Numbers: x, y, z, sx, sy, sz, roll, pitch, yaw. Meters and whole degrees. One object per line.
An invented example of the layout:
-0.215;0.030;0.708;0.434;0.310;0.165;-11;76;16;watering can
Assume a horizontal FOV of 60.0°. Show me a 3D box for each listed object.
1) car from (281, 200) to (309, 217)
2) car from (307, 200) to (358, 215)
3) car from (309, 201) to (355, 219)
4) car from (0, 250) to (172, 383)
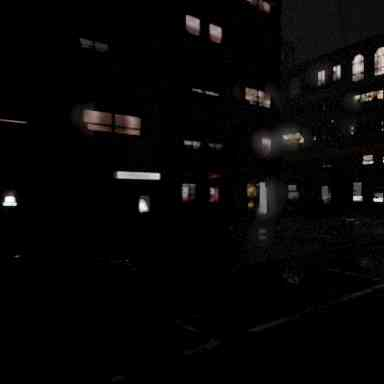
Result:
7.693;1.386;29.205;1.967;1.590;4.097;0;0;-36;car
14.295;1.541;33.966;2.008;1.369;4.403;0;0;-36;car
11.357;1.518;28.740;1.994;1.385;4.181;0;0;-36;car
-2.305;1.563;4.404;4.313;1.339;1.947;0;1;-35;car
